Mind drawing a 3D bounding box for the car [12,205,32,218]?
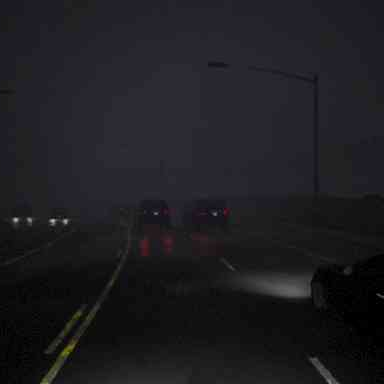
[{"bbox_3d":[-21.092,2.335,41.109,1.837,1.490,4.892,0,-2,-33],"label":"car"}]

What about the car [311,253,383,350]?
[{"bbox_3d":[3.311,1.529,4.621,1.812,1.442,4.674,0,0,-2],"label":"car"}]

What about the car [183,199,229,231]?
[{"bbox_3d":[0.830,1.499,22.950,2.150,2.045,5.566,0,-1,-12],"label":"car"}]

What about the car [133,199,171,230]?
[{"bbox_3d":[-2.932,1.536,23.738,2.150,2.045,5.566,0,-1,-14],"label":"car"}]

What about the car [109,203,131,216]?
[{"bbox_3d":[-8.899,2.154,40.906,2.128,1.511,4.902,0,-1,-25],"label":"car"}]

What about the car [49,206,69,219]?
[{"bbox_3d":[-14.776,2.213,36.927,2.033,1.411,5.357,0,-1,-24],"label":"car"}]
